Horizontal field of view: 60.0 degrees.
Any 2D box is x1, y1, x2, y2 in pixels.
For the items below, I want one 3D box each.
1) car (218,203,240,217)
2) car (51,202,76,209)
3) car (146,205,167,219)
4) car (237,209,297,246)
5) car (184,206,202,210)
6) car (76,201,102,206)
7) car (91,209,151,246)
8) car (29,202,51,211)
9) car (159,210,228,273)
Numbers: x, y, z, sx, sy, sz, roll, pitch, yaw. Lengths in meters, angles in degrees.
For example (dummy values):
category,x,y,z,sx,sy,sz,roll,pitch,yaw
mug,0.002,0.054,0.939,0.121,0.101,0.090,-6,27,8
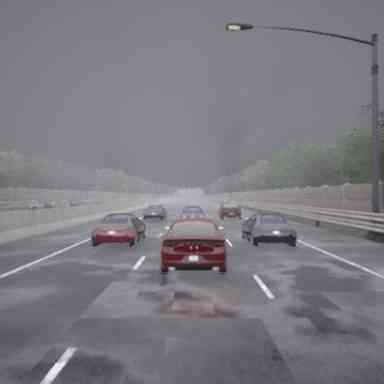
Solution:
category,x,y,z,sx,sy,sz,roll,pitch,yaw
car,3.589,1.808,32.433,1.882,1.535,5.008,0,-1,0
car,-17.582,2.051,46.576,1.994,1.385,4.181,0,-1,0
car,-3.414,1.883,31.366,1.994,1.385,4.181,0,-1,0
car,3.585,1.718,16.126,1.994,1.385,4.181,0,-1,0
car,0.065,1.809,26.154,2.033,1.411,5.357,0,-1,0
car,-14.082,1.985,47.054,2.128,1.511,4.902,0,-1,0
car,-3.414,1.718,16.161,1.994,1.385,4.181,0,-1,0
car,-21.079,2.052,46.607,1.994,1.385,4.181,0,-1,0
car,0.065,1.581,11.077,1.882,1.535,5.008,0,0,0
